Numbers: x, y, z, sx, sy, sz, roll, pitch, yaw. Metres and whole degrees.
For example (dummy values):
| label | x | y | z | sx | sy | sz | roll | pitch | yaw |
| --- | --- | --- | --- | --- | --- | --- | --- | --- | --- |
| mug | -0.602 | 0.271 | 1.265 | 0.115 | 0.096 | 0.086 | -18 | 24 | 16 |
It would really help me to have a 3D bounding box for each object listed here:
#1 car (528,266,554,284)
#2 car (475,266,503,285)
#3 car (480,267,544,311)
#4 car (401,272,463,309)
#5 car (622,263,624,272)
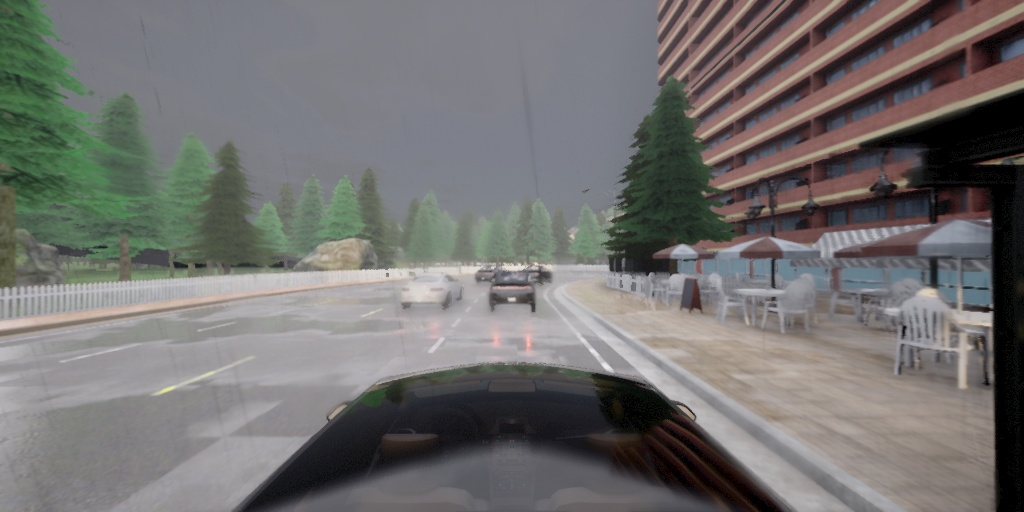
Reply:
| label | x | y | z | sx | sy | sz | roll | pitch | yaw |
| --- | --- | --- | --- | --- | --- | --- | --- | --- | --- |
| car | 2.020 | 1.536 | 28.644 | 2.128 | 1.511 | 4.902 | 0 | -1 | 20 |
| car | -1.353 | 1.546 | 29.588 | 2.128 | 1.511 | 4.902 | 0 | -1 | 20 |
| car | 0.095 | 1.391 | 15.327 | 2.128 | 1.511 | 4.902 | 0 | 0 | 2 |
| car | -3.385 | 1.428 | 15.721 | 1.812 | 1.442 | 4.674 | 0 | 0 | 2 |
| car | 19.342 | 1.893 | 60.095 | 4.892 | 1.490 | 1.837 | 1 | -1 | -21 |
